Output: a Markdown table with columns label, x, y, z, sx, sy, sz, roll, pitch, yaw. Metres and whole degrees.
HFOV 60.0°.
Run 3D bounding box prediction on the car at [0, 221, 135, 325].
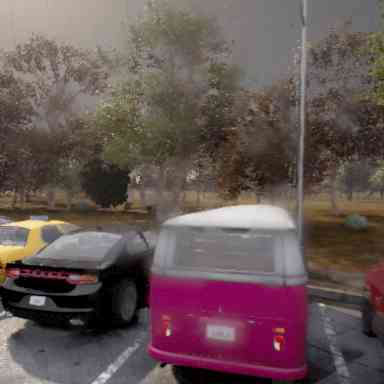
| label | x | y | z | sx | sy | sz | roll | pitch | yaw |
| --- | --- | --- | --- | --- | --- | --- | --- | --- | --- |
| car | -1.594 | 1.442 | 7.193 | 2.097 | 1.535 | 5.008 | 0 | 0 | 15 |

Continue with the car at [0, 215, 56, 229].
| label | x | y | z | sx | sy | sz | roll | pitch | yaw |
| --- | --- | --- | --- | --- | --- | --- | --- | --- | --- |
| car | -3.976 | 1.415 | 9.080 | 1.946 | 1.575 | 5.366 | 0 | 0 | 15 |

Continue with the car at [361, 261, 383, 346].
| label | x | y | z | sx | sy | sz | roll | pitch | yaw |
| --- | --- | --- | --- | --- | --- | --- | --- | --- | --- |
| car | 3.262 | 1.530 | 3.763 | 2.002 | 1.452 | 4.674 | 1 | 0 | 15 |

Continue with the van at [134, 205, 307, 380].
| label | x | y | z | sx | sy | sz | roll | pitch | yaw |
| --- | --- | --- | --- | --- | --- | --- | --- | --- | --- |
| van | 0.868 | 1.242 | 5.600 | 1.878 | 1.987 | 4.442 | 0 | 0 | 15 |
